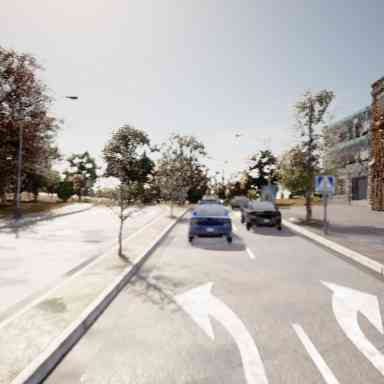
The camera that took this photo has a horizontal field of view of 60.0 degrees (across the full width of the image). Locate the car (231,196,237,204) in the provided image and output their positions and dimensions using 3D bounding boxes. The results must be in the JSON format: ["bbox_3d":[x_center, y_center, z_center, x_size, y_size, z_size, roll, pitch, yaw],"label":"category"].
[{"bbox_3d":[5.038,1.124,34.722,1.994,1.385,4.181,1,0,6],"label":"car"}]

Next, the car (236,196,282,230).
[{"bbox_3d":[3.929,1.264,19.503,1.882,1.535,5.008,1,1,3],"label":"car"}]

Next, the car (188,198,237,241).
[{"bbox_3d":[0.843,1.296,15.658,1.882,1.535,5.008,1,1,3],"label":"car"}]

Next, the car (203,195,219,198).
[{"bbox_3d":[1.909,1.026,32.884,2.128,1.511,4.902,1,0,6],"label":"car"}]
